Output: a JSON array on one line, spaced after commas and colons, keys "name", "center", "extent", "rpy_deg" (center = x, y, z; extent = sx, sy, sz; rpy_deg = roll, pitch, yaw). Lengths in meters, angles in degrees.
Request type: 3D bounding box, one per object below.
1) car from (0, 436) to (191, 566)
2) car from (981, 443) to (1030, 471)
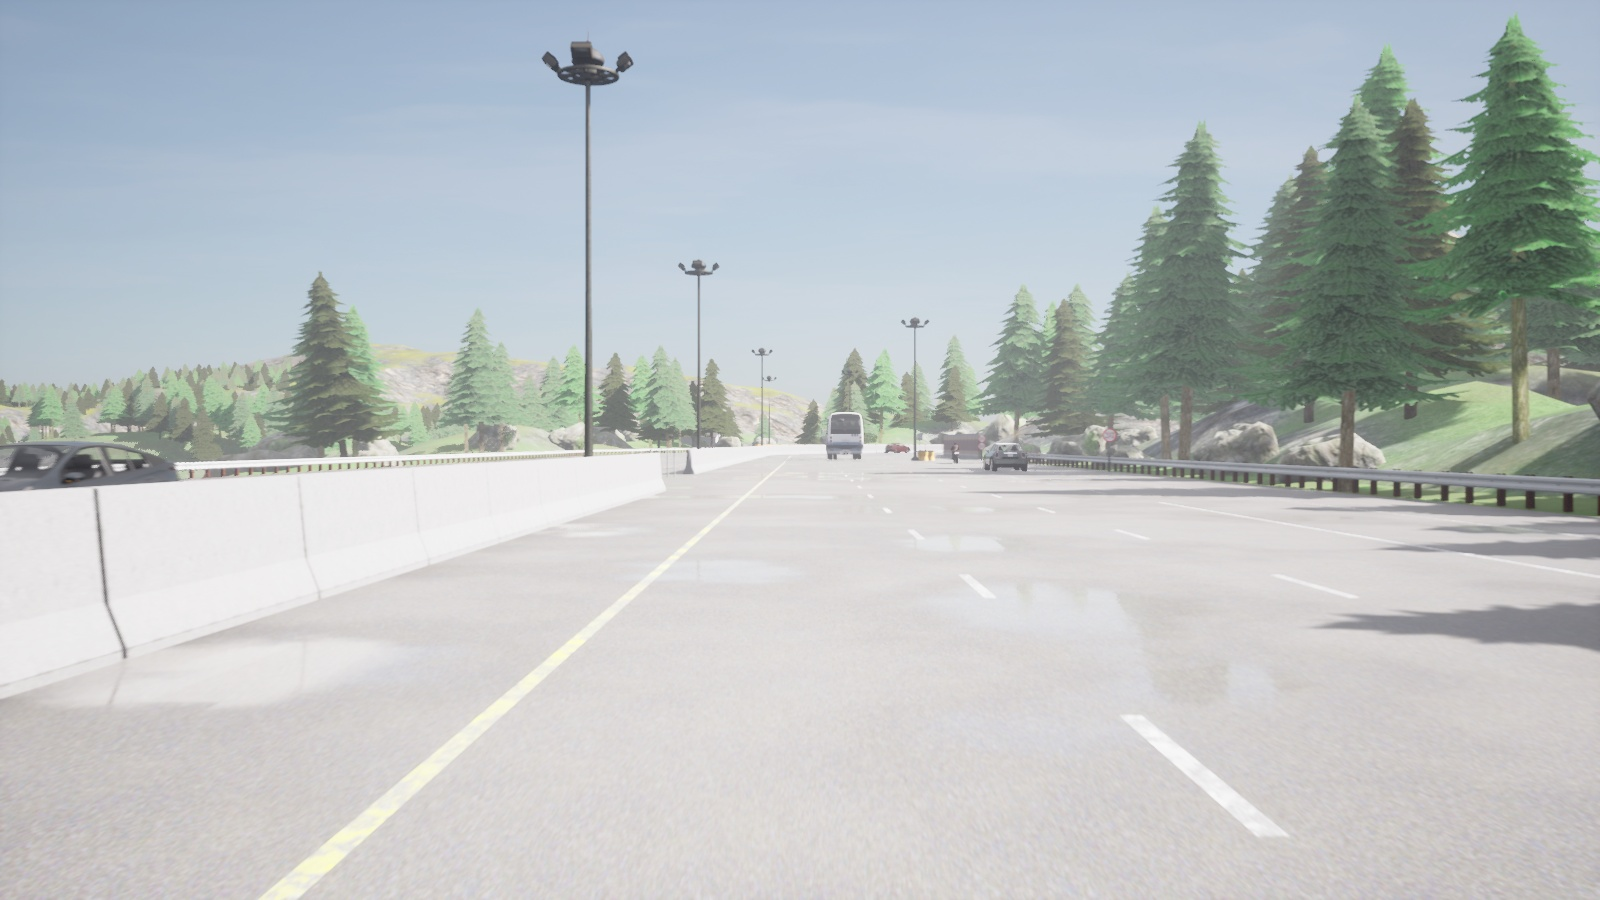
[{"name": "car", "center": [-10.386, 0.588, 17.079], "extent": [2.007, 1.525, 4.514], "rpy_deg": [0, 0, 0]}, {"name": "car", "center": [10.901, 0.344, 66.830], "extent": [1.970, 1.475, 3.806], "rpy_deg": [0, 0, 0]}]
